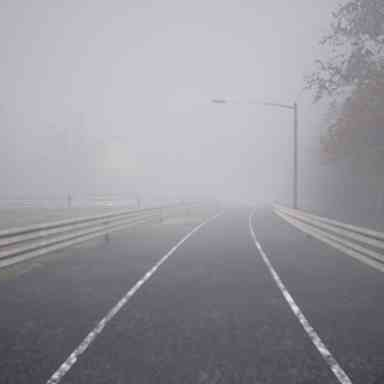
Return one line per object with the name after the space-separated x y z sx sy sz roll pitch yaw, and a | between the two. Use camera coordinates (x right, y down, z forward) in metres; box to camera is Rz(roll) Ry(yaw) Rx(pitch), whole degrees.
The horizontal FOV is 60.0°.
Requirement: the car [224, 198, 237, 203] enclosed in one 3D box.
9.979 2.178 86.477 1.895 1.301 4.718 0 -1 30 | car

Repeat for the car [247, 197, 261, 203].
17.865 2.271 93.224 1.837 1.490 4.892 0 -1 30 | car

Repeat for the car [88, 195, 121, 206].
-12.441 1.196 47.611 1.812 1.442 4.674 0 -1 30 | car

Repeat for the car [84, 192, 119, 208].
-11.462 0.953 42.342 2.097 1.767 4.553 0 -1 30 | car

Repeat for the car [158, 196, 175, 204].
-5.124 1.574 67.193 1.812 1.442 4.674 0 -1 30 | car

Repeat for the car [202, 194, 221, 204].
3.952 1.385 68.904 2.150 2.045 5.566 1 -1 30 | car
